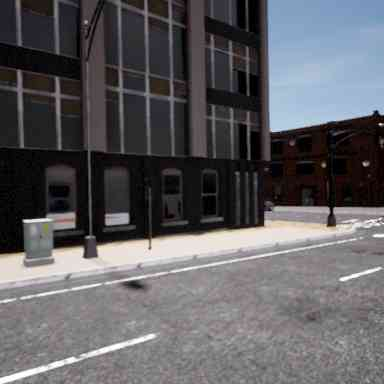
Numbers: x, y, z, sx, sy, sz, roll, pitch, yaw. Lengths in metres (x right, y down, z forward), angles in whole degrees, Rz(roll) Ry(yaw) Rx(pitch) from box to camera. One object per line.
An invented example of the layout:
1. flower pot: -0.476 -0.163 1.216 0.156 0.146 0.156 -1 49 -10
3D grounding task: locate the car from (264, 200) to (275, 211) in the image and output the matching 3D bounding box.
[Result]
1. car: 7.900 1.603 40.044 2.008 1.369 4.403 -3 1 -37
